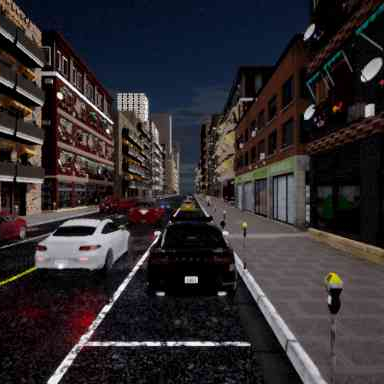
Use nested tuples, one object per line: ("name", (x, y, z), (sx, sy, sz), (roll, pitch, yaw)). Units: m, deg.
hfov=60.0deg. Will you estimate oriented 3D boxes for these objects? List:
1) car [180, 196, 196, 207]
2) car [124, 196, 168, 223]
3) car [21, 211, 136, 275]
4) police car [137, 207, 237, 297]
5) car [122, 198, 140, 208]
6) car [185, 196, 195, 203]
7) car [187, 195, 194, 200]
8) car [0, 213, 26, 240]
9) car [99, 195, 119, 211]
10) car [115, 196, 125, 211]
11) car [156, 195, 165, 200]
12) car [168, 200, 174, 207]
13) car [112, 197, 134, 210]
("car", (-0.454, 1.525, 37.323), (1.752, 1.417, 4.829), (0, 0, 0))
("car", (-3.076, 1.352, 23.449), (2.097, 1.767, 4.553), (0, 0, 0))
("car", (-3.142, 1.526, 10.320), (1.812, 1.442, 4.674), (0, 0, 0))
("police car", (-0.011, 1.425, 8.759), (1.930, 1.638, 5.238), (0, 0, 0))
("car", (-8.834, 1.543, 48.430), (1.887, 1.381, 4.507), (0, 0, 0))
("car", (-0.453, 1.545, 70.970), (2.008, 1.369, 4.403), (0, 0, 0))
("car", (-0.452, 1.513, 93.685), (1.752, 1.417, 4.829), (0, 0, 0))
("car", (-8.835, 1.583, 14.612), (1.802, 1.307, 4.206), (0, 0, 0))
("car", (-8.833, 1.314, 37.157), (2.192, 1.841, 5.009), (0, 0, 0))
("car", (-6.235, 1.477, 34.662), (1.882, 1.535, 5.008), (0, 0, 0))
("car", (-8.834, 1.539, 93.519), (2.008, 1.369, 4.403), (0, 0, 0))
("car", (-3.081, 1.547, 36.997), (2.033, 1.411, 5.357), (0, 0, 0))
("car", (-8.834, 1.439, 42.793), (1.967, 1.590, 4.097), (0, 0, 0))
